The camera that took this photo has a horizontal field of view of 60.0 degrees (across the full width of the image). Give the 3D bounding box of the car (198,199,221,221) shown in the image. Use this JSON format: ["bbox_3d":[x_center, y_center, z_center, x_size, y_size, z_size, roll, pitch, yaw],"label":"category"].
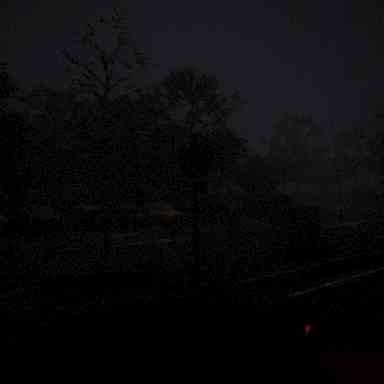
[{"bbox_3d":[-0.272,1.545,26.575,2.163,1.488,4.792,0,0,-36],"label":"car"}]

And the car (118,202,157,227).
[{"bbox_3d":[-4.789,1.548,23.347,2.163,1.488,4.792,0,0,-36],"label":"car"}]

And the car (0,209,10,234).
[{"bbox_3d":[-11.564,1.398,18.508,2.185,1.767,4.553,0,0,-36],"label":"car"}]

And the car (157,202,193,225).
[{"bbox_3d":[-2.406,1.514,24.785,1.946,1.575,5.366,0,0,-36],"label":"car"}]

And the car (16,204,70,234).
[{"bbox_3d":[-9.290,1.522,20.101,2.097,1.535,5.008,0,0,-36],"label":"car"}]

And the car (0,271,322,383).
[{"bbox_3d":[-1.107,1.543,2.895,5.357,1.411,2.033,0,0,-35],"label":"car"}]

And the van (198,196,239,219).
[{"bbox_3d":[2.070,1.289,28.068,1.878,1.987,4.442,0,0,-36],"label":"van"}]

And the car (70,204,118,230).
[{"bbox_3d":[-7.026,1.521,21.705,2.231,1.521,4.892,0,0,-36],"label":"car"}]
